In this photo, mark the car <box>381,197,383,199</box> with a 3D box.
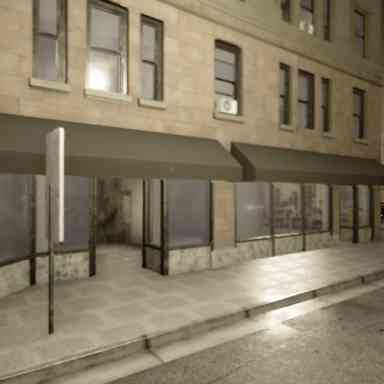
[{"bbox_3d":[14.885,1.349,28.351,2.192,1.841,5.009,0,0,-36],"label":"car"}]

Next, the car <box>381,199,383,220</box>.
[{"bbox_3d":[13.910,1.515,25.313,2.128,1.511,4.902,0,0,-35],"label":"car"}]
